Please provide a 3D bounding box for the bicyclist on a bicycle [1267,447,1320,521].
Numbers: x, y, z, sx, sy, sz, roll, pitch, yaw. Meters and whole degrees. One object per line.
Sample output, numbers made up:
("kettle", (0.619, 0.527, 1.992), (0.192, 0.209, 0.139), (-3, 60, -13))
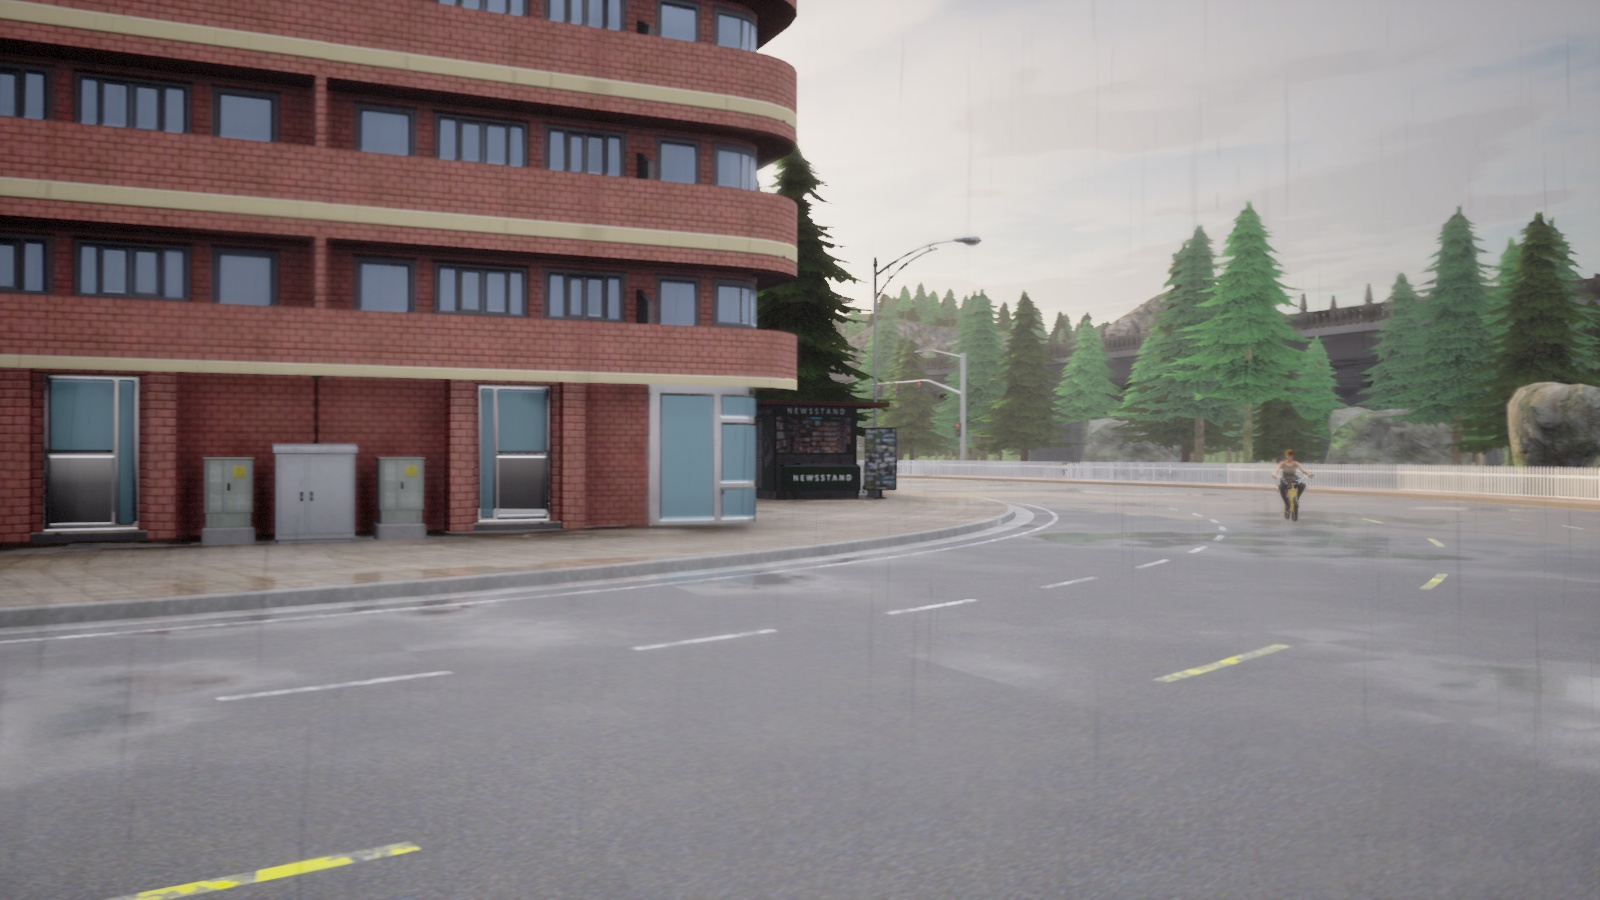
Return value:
("bicyclist on a bicycle", (10.981, 0.746, 27.989), (0.866, 1.612, 1.509), (-1, 0, 13))
